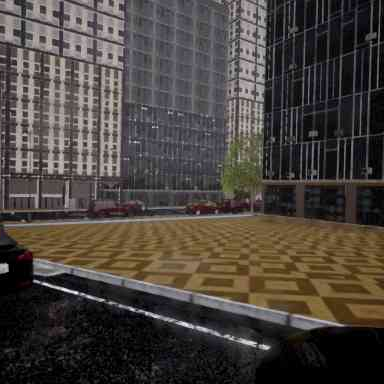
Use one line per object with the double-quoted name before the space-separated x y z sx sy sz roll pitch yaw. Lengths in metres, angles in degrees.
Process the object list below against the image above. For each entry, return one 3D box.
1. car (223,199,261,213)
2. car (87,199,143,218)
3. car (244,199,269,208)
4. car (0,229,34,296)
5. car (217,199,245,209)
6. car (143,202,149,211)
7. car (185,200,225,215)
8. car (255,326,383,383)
"car" 6.000 1.781 43.150 5.009 1.841 2.192 1 1 -34
"car" -8.026 1.644 33.533 5.009 1.841 2.192 1 1 -34
"car" 10.892 1.934 56.065 4.206 1.307 1.802 1 1 -34
"car" -5.562 1.501 7.641 4.792 1.488 2.163 0 0 36
"car" 6.217 1.872 52.859 4.313 1.339 1.947 1 1 -34
"car" -7.809 1.719 43.241 4.403 1.369 2.008 1 1 -34
"car" 1.320 1.965 39.948 4.507 1.381 1.887 1 1 -34
"car" 2.610 1.526 1.829 4.674 1.442 1.812 0 0 36
